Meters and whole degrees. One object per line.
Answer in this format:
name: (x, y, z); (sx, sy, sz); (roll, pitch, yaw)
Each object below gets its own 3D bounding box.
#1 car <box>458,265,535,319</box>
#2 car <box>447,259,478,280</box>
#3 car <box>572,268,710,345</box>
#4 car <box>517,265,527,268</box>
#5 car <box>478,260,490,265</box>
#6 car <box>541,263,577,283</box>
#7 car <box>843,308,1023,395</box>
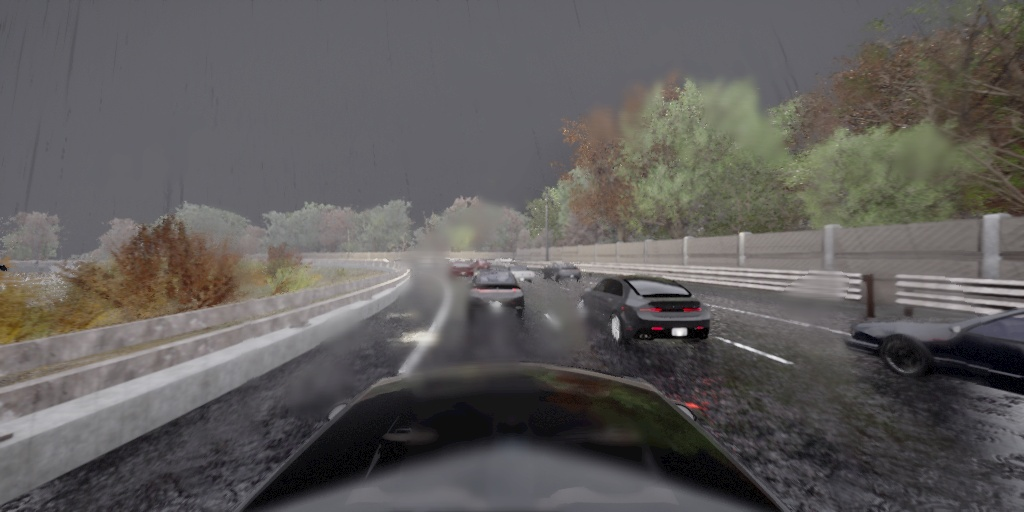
car: (-0.698, 1.251, 12.914); (2.128, 1.511, 4.902); (0, 0, -6)
car: (-4.619, 1.266, 31.663); (1.882, 1.535, 5.008); (0, 0, -16)
car: (3.151, 1.248, 9.491); (1.837, 1.490, 4.892); (0, 0, -4)
car: (0.180, 1.367, 27.514); (1.895, 1.301, 4.718); (0, 0, -14)
car: (-4.434, 1.326, 51.305); (1.812, 1.442, 4.674); (0, 0, -21)
car: (3.681, 1.244, 27.756); (2.128, 1.511, 4.902); (0, 0, -13)
car: (7.431, 1.270, 4.264); (2.033, 1.411, 5.357); (0, 0, -8)
